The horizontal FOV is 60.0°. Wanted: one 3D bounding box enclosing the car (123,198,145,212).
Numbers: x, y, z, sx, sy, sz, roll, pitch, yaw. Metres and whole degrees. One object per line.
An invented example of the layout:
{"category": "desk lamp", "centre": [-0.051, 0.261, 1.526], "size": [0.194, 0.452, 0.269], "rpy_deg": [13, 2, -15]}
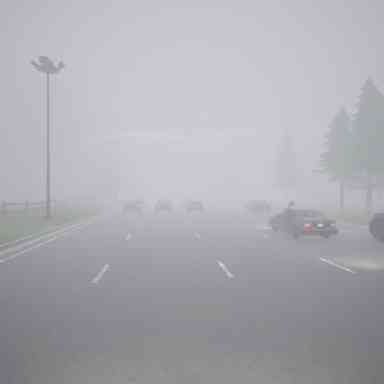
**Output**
{"category": "car", "centre": [-6.746, 1.601, 38.117], "size": [1.895, 1.301, 4.718], "rpy_deg": [0, 0, -5]}

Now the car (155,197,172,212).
{"category": "car", "centre": [-3.226, 1.601, 38.037], "size": [1.895, 1.301, 4.718], "rpy_deg": [0, 0, -5]}

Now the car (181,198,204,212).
{"category": "car", "centre": [0.245, 1.491, 38.543], "size": [2.128, 1.511, 4.902], "rpy_deg": [0, 0, -5]}

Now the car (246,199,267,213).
{"category": "car", "centre": [7.389, 1.526, 37.232], "size": [1.812, 1.442, 4.674], "rpy_deg": [0, 0, -5]}

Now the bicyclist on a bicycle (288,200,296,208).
{"category": "bicyclist on a bicycle", "centre": [7.987, 1.453, 26.591], "size": [0.582, 1.620, 1.656], "rpy_deg": [0, -1, 34]}

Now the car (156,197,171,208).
{"category": "car", "centre": [-4.127, 1.491, 48.092], "size": [2.128, 1.511, 4.902], "rpy_deg": [0, 0, -6]}

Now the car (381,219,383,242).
{"category": "car", "centre": [6.429, 1.526, 7.065], "size": [1.812, 1.442, 4.674], "rpy_deg": [0, 0, -3]}

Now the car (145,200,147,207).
{"category": "car", "centre": [-7.636, 1.526, 48.035], "size": [1.812, 1.442, 4.674], "rpy_deg": [0, 0, -5]}

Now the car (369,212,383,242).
{"category": "car", "centre": [9.488, 1.221, 13.167], "size": [2.150, 2.045, 5.566], "rpy_deg": [0, 0, -4]}

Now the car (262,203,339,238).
{"category": "car", "centre": [5.612, 1.548, 17.526], "size": [2.033, 1.411, 5.357], "rpy_deg": [0, 0, -4]}
